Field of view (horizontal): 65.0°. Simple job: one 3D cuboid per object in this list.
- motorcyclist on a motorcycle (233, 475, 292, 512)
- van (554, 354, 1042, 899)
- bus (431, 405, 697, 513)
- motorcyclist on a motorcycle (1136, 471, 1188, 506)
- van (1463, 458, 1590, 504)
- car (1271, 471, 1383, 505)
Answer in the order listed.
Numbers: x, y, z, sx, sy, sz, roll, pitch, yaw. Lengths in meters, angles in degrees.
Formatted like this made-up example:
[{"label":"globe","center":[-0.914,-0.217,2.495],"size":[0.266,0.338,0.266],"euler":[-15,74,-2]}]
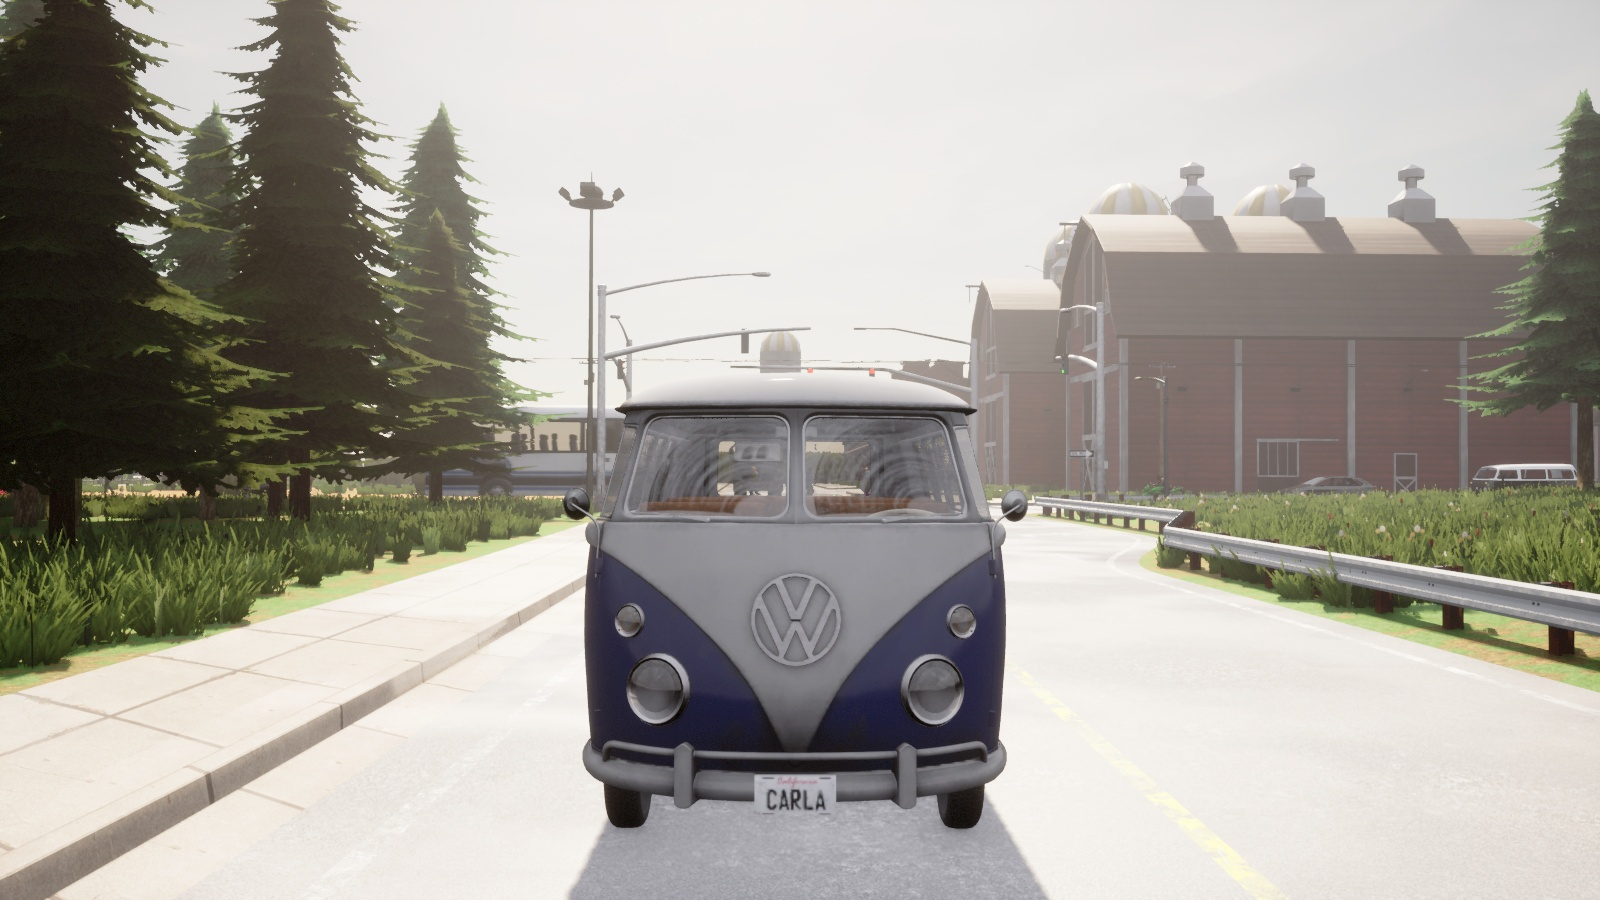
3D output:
[{"label":"motorcyclist on a motorcycle","center":[-21.997,1.773,51.425],"size":[2.044,1.523,0.797],"euler":[0,-1,-1]},{"label":"van","center":[-0.024,0.681,6.802],"size":[1.775,1.987,4.442],"euler":[0,-1,0]},{"label":"bus","center":[-9.491,0.369,51.739],"size":[10.273,4.253,3.944],"euler":[0,-1,-1]},{"label":"motorcyclist on a motorcycle","center":[16.080,1.694,55.812],"size":[2.044,1.523,0.797],"euler":[0,-1,-1]},{"label":"van","center":[32.474,1.376,56.197],"size":[4.480,2.038,2.069],"euler":[0,-1,-1]},{"label":"car","center":[23.452,1.699,55.983],"size":[4.193,1.474,1.816],"euler":[0,-1,-1]}]
